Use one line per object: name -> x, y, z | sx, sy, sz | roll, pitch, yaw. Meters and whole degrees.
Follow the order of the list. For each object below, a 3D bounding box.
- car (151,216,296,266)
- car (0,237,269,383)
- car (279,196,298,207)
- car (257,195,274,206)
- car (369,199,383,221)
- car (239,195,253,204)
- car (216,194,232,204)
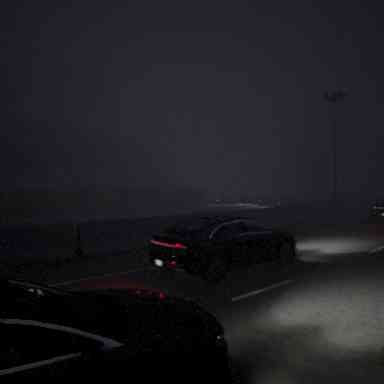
car -> 1.042, 1.429, 9.449 | 4.902, 1.511, 2.128 | -1, 1, -41
car -> -1.852, 1.495, 2.696 | 4.902, 1.511, 2.128 | -1, 1, -35
car -> 12.277, 1.209, 42.291 | 1.994, 1.385, 4.181 | 0, 0, 23
car -> 10.444, 1.142, 47.034 | 1.837, 1.490, 4.892 | 0, 0, 19
car -> 13.887, 1.227, 23.557 | 2.128, 1.511, 4.902 | 0, 0, 36
car -> 8.674, 1.183, 52.931 | 1.994, 1.385, 4.181 | 0, 0, 15
car -> 5.137, 1.155, 53.121 | 1.837, 1.490, 4.892 | 0, 0, 16
